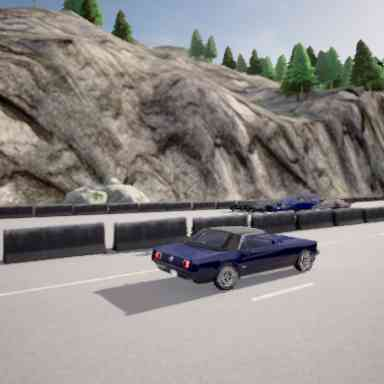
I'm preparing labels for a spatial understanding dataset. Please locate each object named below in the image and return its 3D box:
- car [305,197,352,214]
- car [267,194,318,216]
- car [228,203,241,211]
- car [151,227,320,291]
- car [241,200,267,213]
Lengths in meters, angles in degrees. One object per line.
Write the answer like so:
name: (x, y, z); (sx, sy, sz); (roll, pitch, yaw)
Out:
car: (12.673, 1.411, 30.182); (4.674, 1.442, 1.812); (0, 0, -36)
car: (10.392, 1.188, 32.857); (5.566, 2.045, 2.150); (0, 0, -36)
car: (6.493, 1.591, 38.671); (4.718, 1.301, 1.895); (0, 0, -36)
car: (1.385, 1.600, 9.043); (4.718, 1.301, 1.895); (0, 0, -36)
car: (8.224, 1.531, 35.608); (5.357, 1.411, 2.033); (0, 0, -35)
